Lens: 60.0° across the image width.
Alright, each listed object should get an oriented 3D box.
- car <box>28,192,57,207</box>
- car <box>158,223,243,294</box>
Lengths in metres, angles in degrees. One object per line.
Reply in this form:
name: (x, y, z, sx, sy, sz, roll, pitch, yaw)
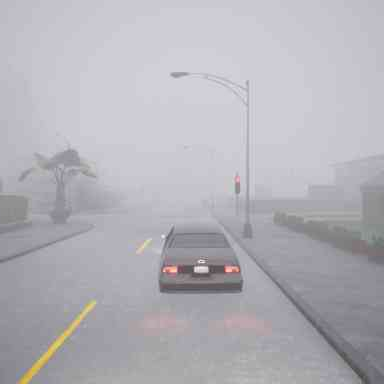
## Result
car: (-19.770, 0.986, 43.858, 1.905, 1.878, 3.866, 0, 0, 35)
car: (0.111, 1.547, 8.948, 2.033, 1.411, 5.357, 0, 0, -2)
